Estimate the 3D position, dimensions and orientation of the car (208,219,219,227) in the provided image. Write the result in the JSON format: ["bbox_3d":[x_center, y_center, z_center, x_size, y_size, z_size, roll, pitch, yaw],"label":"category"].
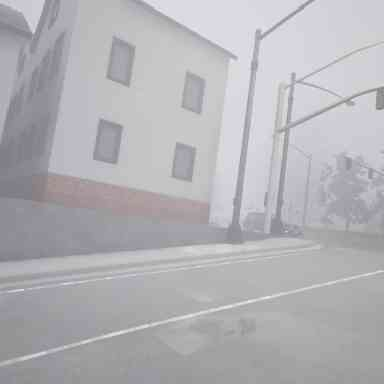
[{"bbox_3d":[0.865,3.300,38.121,2.033,1.411,5.357,12,-7,-35],"label":"car"}]

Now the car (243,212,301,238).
[{"bbox_3d":[7.003,2.955,29.617,2.150,2.045,5.566,12,-7,-35],"label":"car"}]
